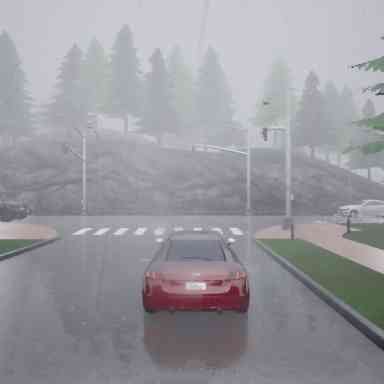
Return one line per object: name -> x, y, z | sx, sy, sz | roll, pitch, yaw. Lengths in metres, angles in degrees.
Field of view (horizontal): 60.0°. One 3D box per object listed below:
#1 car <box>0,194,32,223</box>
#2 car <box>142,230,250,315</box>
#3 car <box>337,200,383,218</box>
car -> -14.376, 1.061, 23.529 | 5.566, 2.045, 2.150 | 0, 0, 0
car -> 0.084, 1.564, 7.648 | 1.994, 1.385, 4.181 | 0, 0, 0
car -> 14.374, 1.363, 27.170 | 4.674, 1.442, 1.812 | 0, 0, 0
